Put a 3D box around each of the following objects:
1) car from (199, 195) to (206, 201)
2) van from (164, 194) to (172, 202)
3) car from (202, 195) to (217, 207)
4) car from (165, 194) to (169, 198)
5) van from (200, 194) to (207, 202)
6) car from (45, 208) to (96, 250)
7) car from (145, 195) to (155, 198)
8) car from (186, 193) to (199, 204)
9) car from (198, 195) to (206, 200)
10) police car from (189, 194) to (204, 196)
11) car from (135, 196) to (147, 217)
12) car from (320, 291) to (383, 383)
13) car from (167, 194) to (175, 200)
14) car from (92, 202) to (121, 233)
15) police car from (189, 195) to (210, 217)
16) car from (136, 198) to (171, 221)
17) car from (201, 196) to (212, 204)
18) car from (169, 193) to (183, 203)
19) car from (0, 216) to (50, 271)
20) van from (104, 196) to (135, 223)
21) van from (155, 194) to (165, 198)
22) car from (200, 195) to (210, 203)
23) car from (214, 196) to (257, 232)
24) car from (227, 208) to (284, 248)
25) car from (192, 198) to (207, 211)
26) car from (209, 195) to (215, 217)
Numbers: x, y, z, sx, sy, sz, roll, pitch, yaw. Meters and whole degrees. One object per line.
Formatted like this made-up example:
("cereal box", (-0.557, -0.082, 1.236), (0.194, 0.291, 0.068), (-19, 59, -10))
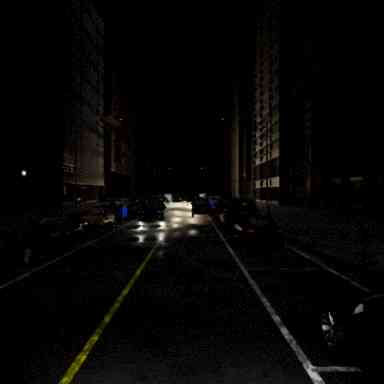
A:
("car", (2.741, 1.601, 87.308), (1.887, 1.381, 4.507), (0, 0, 0))
("van", (-5.783, 1.393, 81.688), (1.690, 1.788, 3.998), (0, 0, 0))
("car", (2.749, 1.344, 53.653), (2.192, 1.841, 5.009), (0, 0, 0))
("car", (-5.777, 1.348, 59.250), (2.192, 1.841, 5.009), (0, 0, 0))
("van", (2.742, 1.393, 81.699), (1.690, 1.788, 3.998), (0, 0, 0))
("car", (-5.766, 1.587, 14.374), (1.802, 1.307, 4.206), (0, 0, 0))
("car", (-5.771, 1.333, 36.812), (2.192, 1.841, 5.009), (0, 0, 0))
("car", (-0.016, 1.279, 65.687), (2.150, 2.045, 5.566), (0, 0, 0))
("car", (2.739, 1.627, 92.917), (1.947, 1.339, 4.313), (0, 0, 0))
("police car", (0.888, 1.450, 47.888), (1.930, 1.638, 5.238), (0, 0, 0))
("car", (-5.770, 1.454, 31.203), (1.967, 1.590, 4.097), (0, 0, 0))
("car", (2.763, 1.567, 3.171), (1.947, 1.339, 4.313), (0, 0, 0))
("car", (-5.786, 1.501, 92.907), (1.967, 1.590, 4.097), (0, 0, 0))
("car", (-5.767, 1.533, 19.814), (1.752, 1.417, 4.829), (0, 0, 0))
("police car", (0.892, 1.440, 31.888), (1.930, 1.638, 5.238), (0, 0, 0))
("car", (-3.105, 1.489, 27.510), (1.882, 1.535, 5.008), (0, 0, 0))
("car", (2.746, 1.582, 64.871), (1.887, 1.381, 4.507), (0, 0, 0))
("car", (-3.018, 1.465, 68.296), (2.097, 1.767, 4.553), (0, 0, 0))
("car", (-5.764, 1.553, 8.765), (2.008, 1.369, 4.403), (0, 0, 0))
("van", (-5.768, 1.352, 25.593), (1.690, 1.788, 3.998), (0, 0, 0))
("van", (-5.776, 1.370, 53.641), (1.690, 1.788, 3.998), (0, 0, 0))
("car", (2.745, 1.482, 70.480), (1.967, 1.590, 4.097), (0, 0, 0))
("car", (2.758, 1.323, 19.998), (2.192, 1.841, 5.009), (0, 0, 0))
("car", (2.759, 1.587, 14.389), (1.802, 1.307, 4.206), (0, 0, 0))
("car", (0.889, 1.547, 41.778), (1.812, 1.442, 4.674), (0, 0, 0))
("car", (2.757, 1.326, 25.608), (2.192, 1.841, 5.009), (0, 0, 0))
